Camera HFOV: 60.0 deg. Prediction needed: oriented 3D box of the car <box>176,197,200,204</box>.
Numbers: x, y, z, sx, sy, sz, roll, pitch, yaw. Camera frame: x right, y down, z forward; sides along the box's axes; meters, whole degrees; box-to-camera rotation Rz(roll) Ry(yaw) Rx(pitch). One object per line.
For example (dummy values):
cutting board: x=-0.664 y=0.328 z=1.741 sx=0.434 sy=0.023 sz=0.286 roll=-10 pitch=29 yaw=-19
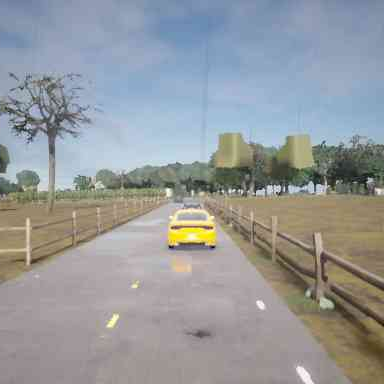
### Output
car: x=0.000 y=1.518 z=29.673 sx=2.128 sy=1.511 sz=4.902 roll=0 pitch=0 yaw=0

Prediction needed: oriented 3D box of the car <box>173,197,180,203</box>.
car: x=-2.723 y=1.660 z=68.699 sx=1.994 sy=1.385 sz=4.181 roll=0 pitch=0 yaw=0

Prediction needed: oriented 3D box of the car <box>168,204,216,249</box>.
car: x=0.000 y=1.494 z=14.661 sx=1.882 sy=1.535 sz=5.008 roll=0 pitch=0 yaw=0
